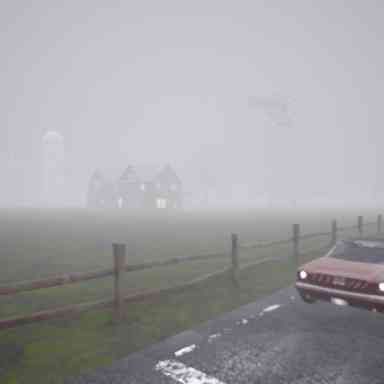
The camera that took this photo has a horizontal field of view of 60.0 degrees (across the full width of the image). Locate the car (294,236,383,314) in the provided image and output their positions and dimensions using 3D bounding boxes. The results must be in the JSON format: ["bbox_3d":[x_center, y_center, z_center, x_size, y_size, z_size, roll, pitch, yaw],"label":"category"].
[{"bbox_3d":[4.232,1.794,7.899,1.895,1.301,4.718,-1,-2,42],"label":"car"}]
